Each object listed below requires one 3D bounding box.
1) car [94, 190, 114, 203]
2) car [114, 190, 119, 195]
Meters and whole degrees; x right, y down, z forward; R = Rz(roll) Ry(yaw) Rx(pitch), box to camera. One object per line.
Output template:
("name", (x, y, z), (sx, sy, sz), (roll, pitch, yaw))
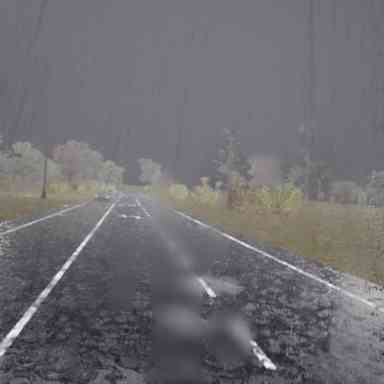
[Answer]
("car", (-12.637, 0.579, 47.224), (2.097, 1.767, 4.553), (4, 0, -11))
("car", (-21.531, 0.164, 93.059), (2.128, 1.511, 4.902), (4, 0, -11))
